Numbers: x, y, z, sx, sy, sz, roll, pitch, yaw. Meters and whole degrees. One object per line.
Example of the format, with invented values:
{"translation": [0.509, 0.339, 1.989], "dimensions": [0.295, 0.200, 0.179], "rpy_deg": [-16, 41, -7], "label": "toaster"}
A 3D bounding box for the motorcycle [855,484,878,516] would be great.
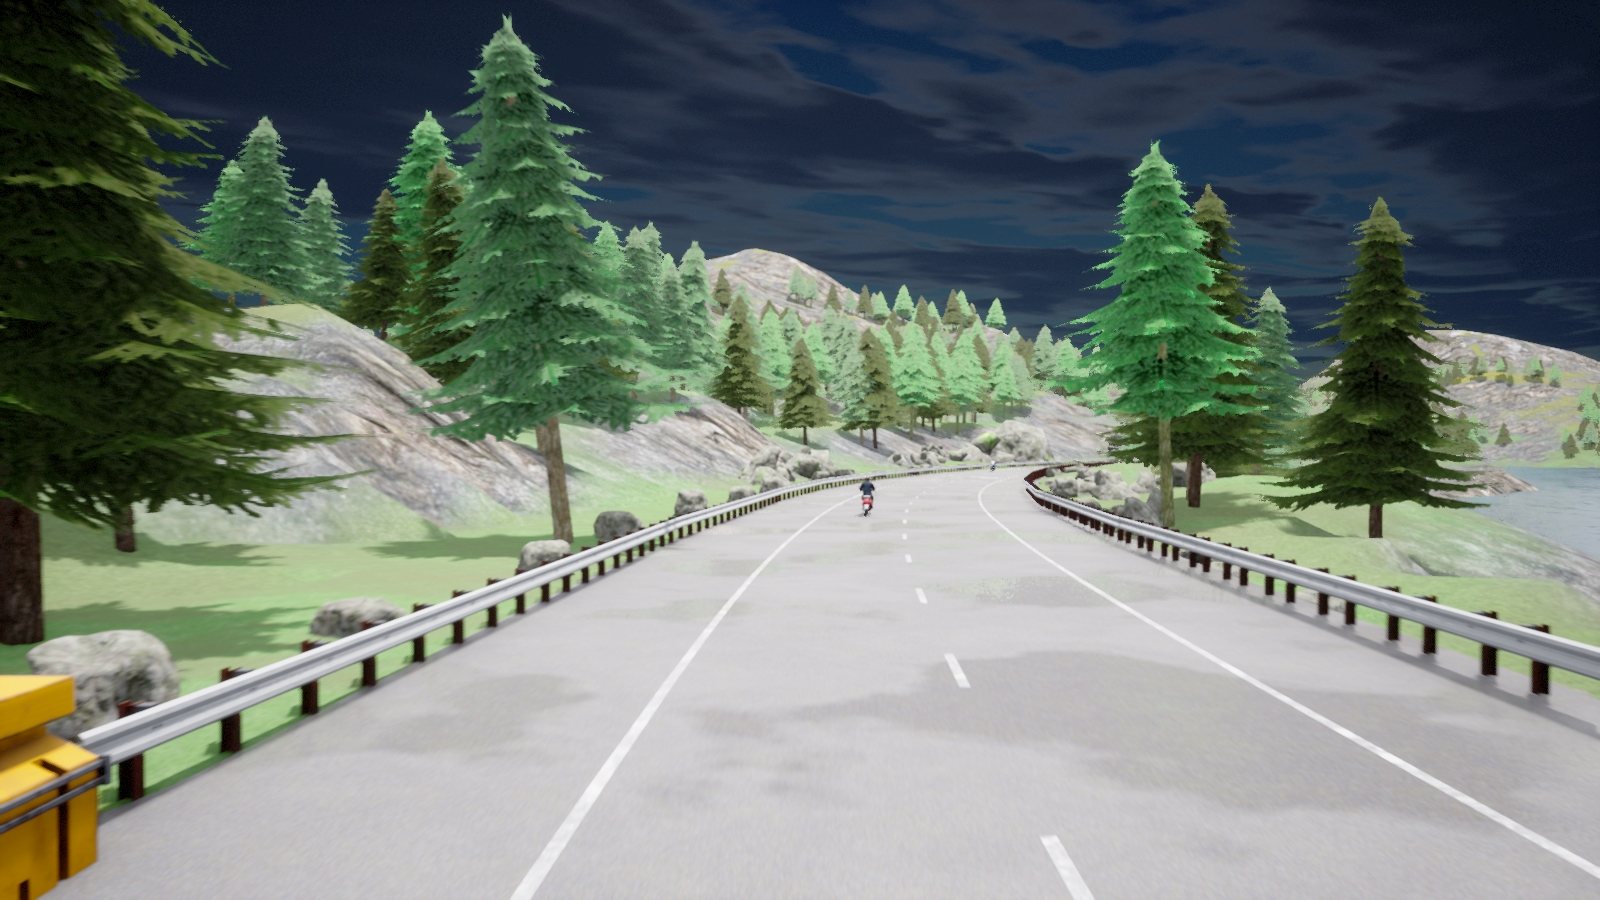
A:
{"translation": [2.812, 2.095, 47.912], "dimensions": [0.856, 1.236, 1.805], "rpy_deg": [1, 0, 6], "label": "motorcycle"}
